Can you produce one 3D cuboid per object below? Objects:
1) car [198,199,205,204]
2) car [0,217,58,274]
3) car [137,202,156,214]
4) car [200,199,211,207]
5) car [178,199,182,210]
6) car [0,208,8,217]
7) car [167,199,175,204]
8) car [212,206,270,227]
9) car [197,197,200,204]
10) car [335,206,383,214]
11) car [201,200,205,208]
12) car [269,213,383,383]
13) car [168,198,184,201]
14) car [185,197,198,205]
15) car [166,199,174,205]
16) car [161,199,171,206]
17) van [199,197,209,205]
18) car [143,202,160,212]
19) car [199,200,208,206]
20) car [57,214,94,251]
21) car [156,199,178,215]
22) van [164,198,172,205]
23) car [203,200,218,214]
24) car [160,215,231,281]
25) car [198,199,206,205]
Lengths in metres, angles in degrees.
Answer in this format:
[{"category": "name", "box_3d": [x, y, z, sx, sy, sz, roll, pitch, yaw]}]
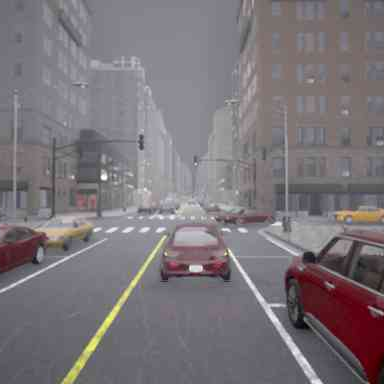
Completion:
[{"category": "car", "box_3d": [2.667, 2.672, 93.579, 1.752, 1.417, 4.829, 1, -1, 0]}, {"category": "car", "box_3d": [-5.850, 1.664, 9.719, 1.887, 1.381, 4.507, 1, -1, 0]}, {"category": "car", "box_3d": [-5.854, 2.058, 42.361, 1.887, 1.381, 4.507, 1, -1, 0]}, {"category": "car", "box_3d": [2.670, 2.233, 53.698, 1.802, 1.307, 4.206, 1, -1, 0]}, {"category": "car", "box_3d": [-3.094, 2.194, 51.944, 1.994, 1.385, 4.181, 0, -1, 0]}, {"category": "car", "box_3d": [-17.263, 1.514, 26.535, 4.553, 1.767, 2.097, 1, -1, 0]}, {"category": "car", "box_3d": [-5.859, 2.695, 93.413, 2.008, 1.369, 4.403, 1, -1, 0]}, {"category": "car", "box_3d": [4.193, 1.927, 25.381, 4.718, 1.301, 1.895, 1, -2, -31]}, {"category": "car", "box_3d": [2.672, 2.106, 65.047, 2.192, 1.841, 5.009, 1, -1, 0]}, {"category": "car", "box_3d": [15.122, 1.992, 29.549, 5.008, 1.535, 1.882, 0, -1, 1]}, {"category": "car", "box_3d": [2.671, 2.164, 48.025, 1.802, 1.307, 4.206, 1, -1, 0]}, {"category": "car", "box_3d": [2.678, 1.366, 4.090, 2.192, 1.841, 5.009, 1, -1, 0]}, {"category": "car", "box_3d": [-3.040, 2.306, 62.382, 2.033, 1.411, 5.357, 0, -1, 1]}, {"category": "car", "box_3d": [-0.007, 2.543, 82.083, 2.033, 1.411, 5.357, 0, -1, 0]}, {"category": "car", "box_3d": [-5.859, 2.655, 87.740, 1.802, 1.307, 4.206, 1, -1, 0]}, {"category": "car", "box_3d": [-5.856, 2.372, 76.397, 1.967, 1.590, 4.097, 1, -1, 0]}, {"category": "van", "box_3d": [2.672, 2.062, 59.374, 1.690, 1.788, 3.998, 1, -1, 0]}, {"category": "car", "box_3d": [-5.854, 2.127, 48.034, 1.887, 1.381, 4.507, 1, -1, 0]}, {"category": "car", "box_3d": [2.668, 2.514, 76.390, 1.802, 1.307, 4.206, 1, -1, 0]}, {"category": "car", "box_3d": [-5.851, 1.710, 15.173, 1.752, 1.417, 4.829, 1, -1, 0]}, {"category": "car", "box_3d": [-3.100, 2.014, 41.981, 1.837, 1.490, 4.892, 0, -1, 0]}, {"category": "van", "box_3d": [-5.856, 2.344, 82.071, 1.690, 1.788, 3.998, 1, -1, 0]}, {"category": "car", "box_3d": [2.672, 2.095, 42.352, 1.802, 1.307, 4.206, 1, -1, 0]}, {"category": "car", "box_3d": [0.094, 1.649, 10.091, 1.812, 1.442, 4.674, 0, -1, 0]}, {"category": "car", "box_3d": [2.667, 2.639, 87.736, 1.947, 1.339, 4.313, 1, -1, 0]}]
